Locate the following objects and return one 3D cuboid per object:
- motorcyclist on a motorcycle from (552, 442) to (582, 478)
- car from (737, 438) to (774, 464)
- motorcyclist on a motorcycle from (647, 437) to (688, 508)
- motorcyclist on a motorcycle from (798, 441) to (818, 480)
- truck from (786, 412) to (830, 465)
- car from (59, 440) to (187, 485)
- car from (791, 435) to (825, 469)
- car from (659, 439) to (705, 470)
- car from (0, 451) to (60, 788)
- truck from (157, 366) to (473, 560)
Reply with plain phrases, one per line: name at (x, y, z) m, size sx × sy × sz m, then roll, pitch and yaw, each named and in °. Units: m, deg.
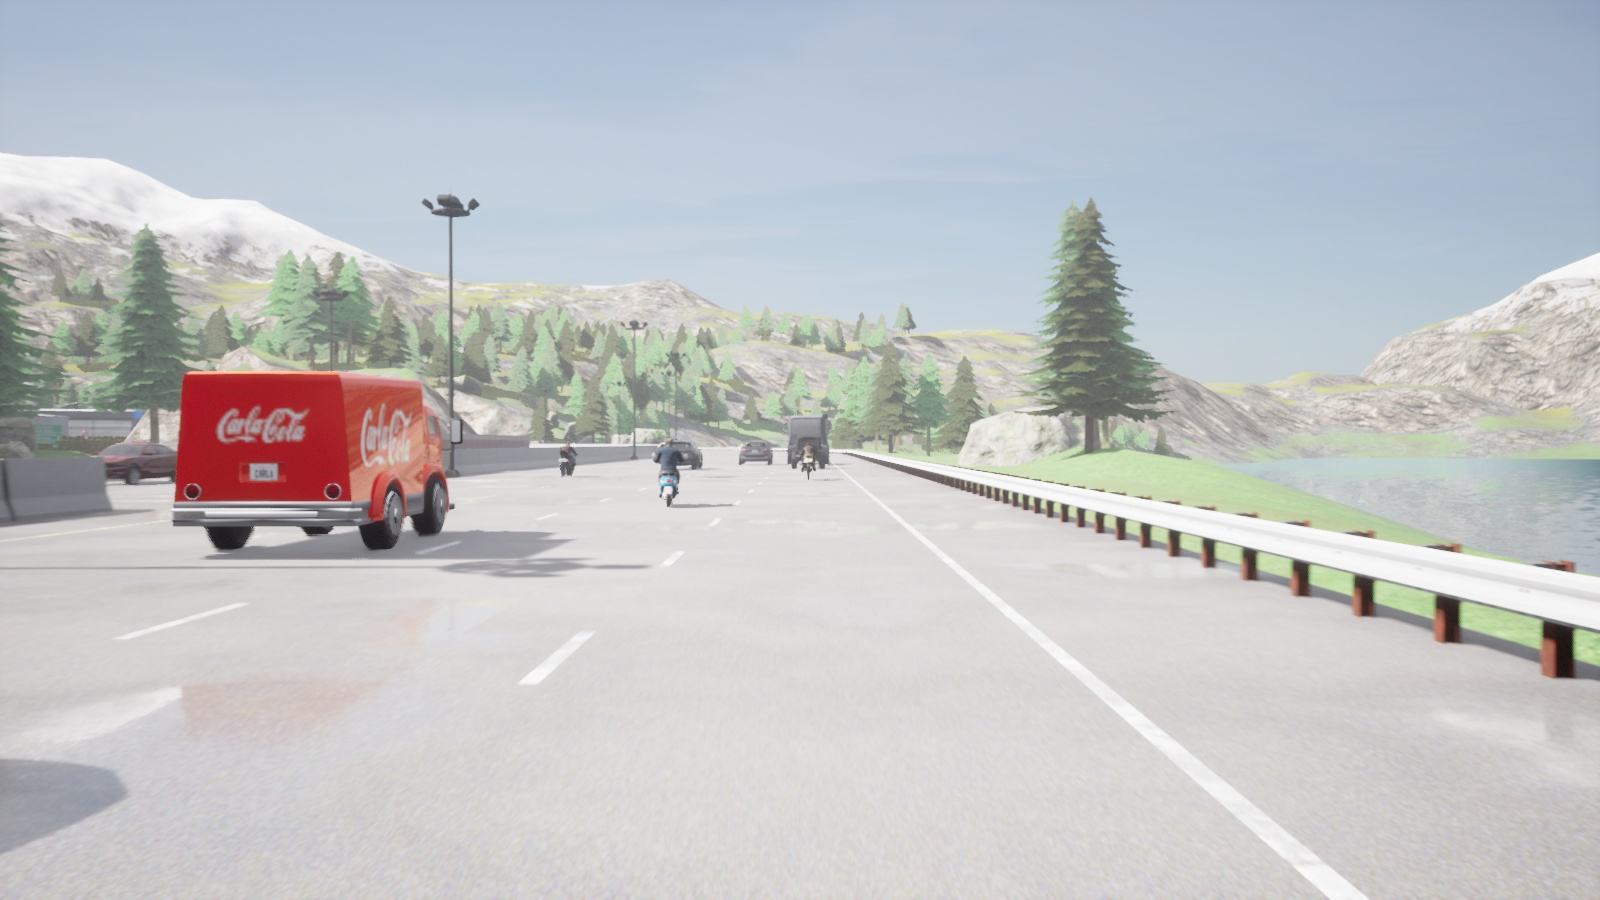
motorcyclist on a motorcycle at (-10.143, 0.424, 54.713) m, size 0.866 × 1.530 × 2.191 m, roll 0°, pitch 0°, yaw 0°
car at (-2.957, 0.050, 84.509) m, size 2.242 × 1.667 × 4.611 m, roll 0°, pitch 0°, yaw 0°
motorcyclist on a motorcycle at (-3.096, 0.510, 29.449) m, size 0.866 × 1.590 × 1.817 m, roll 1°, pitch 0°, yaw -4°
motorcyclist on a motorcycle at (0.329, 0.408, 50.224) m, size 0.797 × 1.523 × 2.044 m, roll 0°, pitch 0°, yaw 0°
truck at (0.547, -0.777, 85.247) m, size 2.891 × 3.462 × 7.936 m, roll 0°, pitch 0°, yaw 0°
car at (-24.203, 0.414, 45.138) m, size 1.882 × 1.535 × 5.008 m, roll 0°, pitch 0°, yaw 0°
car at (0.457, 0.090, 71.037) m, size 1.905 × 1.878 × 3.866 m, roll 0°, pitch 0°, yaw 0°
car at (-6.548, 0.224, 70.107) m, size 2.033 × 1.649 × 4.856 m, roll 0°, pitch 0°, yaw 0°
car at (-4.809, 0.744, 3.646) m, size 1.812 × 1.442 × 4.674 m, roll 0°, pitch 0°, yaw 14°
truck at (-6.880, 0.138, 18.660) m, size 2.627 × 2.467 × 5.204 m, roll 0°, pitch 1°, yaw 1°
